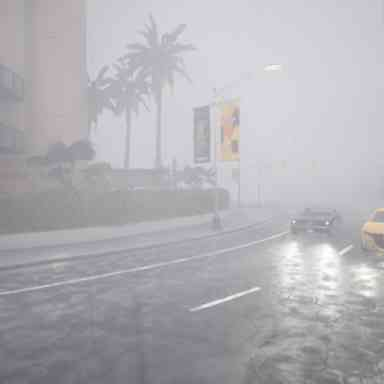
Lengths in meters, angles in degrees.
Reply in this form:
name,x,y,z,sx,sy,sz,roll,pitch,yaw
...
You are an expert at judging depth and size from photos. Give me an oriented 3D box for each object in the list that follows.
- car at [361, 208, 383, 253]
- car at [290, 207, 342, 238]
name,x,y,z,sx,sy,sz,roll,pitch,yaw
car,7.679,1.329,12.528,1.882,1.535,5.008,0,1,34
car,6.421,1.437,16.937,1.895,1.301,4.718,0,0,30
